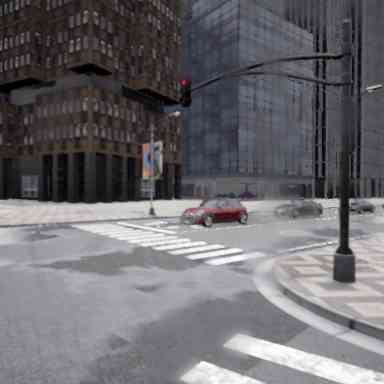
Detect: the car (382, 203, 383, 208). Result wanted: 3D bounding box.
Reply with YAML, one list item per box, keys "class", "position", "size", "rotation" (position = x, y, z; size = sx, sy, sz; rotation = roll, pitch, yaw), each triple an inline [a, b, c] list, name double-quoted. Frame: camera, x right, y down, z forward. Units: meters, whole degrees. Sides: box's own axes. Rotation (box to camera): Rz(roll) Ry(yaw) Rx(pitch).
- class: "car"
  position: [24.523, 1.391, 39.413]
  size: [5.357, 1.411, 2.033]
  rotation: [0, 1, -38]

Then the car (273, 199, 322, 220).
- class: "car"
  position: [8.598, 1.335, 26.879]
  size: [4.902, 1.511, 2.128]
  rotation: [0, 1, -38]

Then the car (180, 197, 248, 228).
- class: "car"
  position: [1.439, 1.201, 21.217]
  size: [4.553, 1.767, 2.097]
  rotation: [0, 1, -38]

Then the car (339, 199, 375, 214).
- class: "car"
  position: [16.370, 1.406, 33.008]
  size: [4.181, 1.385, 1.994]
  rotation: [0, 1, -38]
